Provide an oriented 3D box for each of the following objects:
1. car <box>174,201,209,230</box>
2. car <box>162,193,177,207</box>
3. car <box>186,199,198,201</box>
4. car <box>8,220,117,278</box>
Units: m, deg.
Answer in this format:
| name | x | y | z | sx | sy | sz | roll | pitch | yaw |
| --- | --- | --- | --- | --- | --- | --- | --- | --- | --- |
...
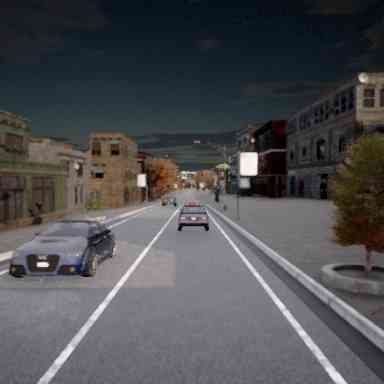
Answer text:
| name | x | y | z | sx | sy | sz | roll | pitch | yaw |
| --- | --- | --- | --- | --- | --- | --- | --- | --- | --- |
| car | 0.084 | 1.525 | 20.880 | 2.033 | 1.411 | 5.357 | 0 | 0 | 0 |
| car | -3.508 | 1.233 | 52.425 | 2.150 | 2.045 | 5.566 | 0 | 0 | 1 |
| car | 0.007 | 1.591 | 42.881 | 1.895 | 1.301 | 4.718 | 0 | 0 | 0 |
| car | -3.592 | 1.552 | 9.991 | 1.994 | 1.385 | 4.181 | 0 | 0 | 0 |
